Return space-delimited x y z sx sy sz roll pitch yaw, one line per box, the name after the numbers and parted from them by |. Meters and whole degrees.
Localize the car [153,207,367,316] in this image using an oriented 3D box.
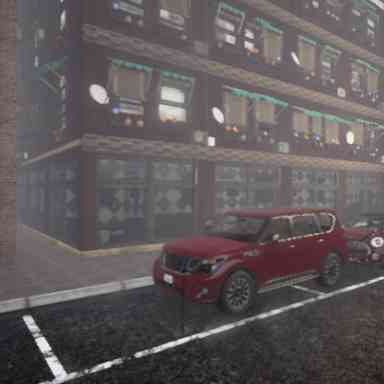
1.609 1.303 7.704 5.009 1.841 2.192 0 0 -35 | car

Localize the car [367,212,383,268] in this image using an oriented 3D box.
6.197 1.415 10.976 4.097 1.590 1.967 0 0 -35 | car
